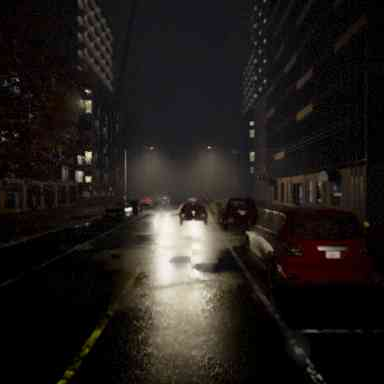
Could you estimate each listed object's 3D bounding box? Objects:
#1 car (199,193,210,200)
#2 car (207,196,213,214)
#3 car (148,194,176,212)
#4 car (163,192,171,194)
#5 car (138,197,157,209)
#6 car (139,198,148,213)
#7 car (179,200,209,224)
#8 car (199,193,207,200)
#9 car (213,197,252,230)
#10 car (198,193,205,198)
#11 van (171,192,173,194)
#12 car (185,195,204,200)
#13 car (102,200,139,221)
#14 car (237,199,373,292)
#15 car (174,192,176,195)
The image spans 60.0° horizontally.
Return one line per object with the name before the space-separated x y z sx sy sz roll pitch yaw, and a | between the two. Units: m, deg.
car | 2.683 1.264 59.976 1.947 1.339 4.313 0 0 0
car | 2.688 1.373 31.684 1.752 1.417 4.829 0 0 0
car | -3.101 1.320 35.467 2.128 1.511 4.902 0 0 0
car | -5.699 1.211 65.679 1.887 1.381 4.507 0 0 0
car | -5.694 1.371 42.909 1.802 1.307 4.206 0 0 0
car | -5.693 1.414 31.526 1.947 1.339 4.313 0 0 0
car | 0.096 1.490 23.381 1.895 1.301 4.718 0 0 0
car | 2.680 1.010 82.741 1.967 1.590 4.097 0 0 0
car | 2.691 1.220 20.130 2.192 1.841 5.009 0 0 0
car | 2.677 1.086 94.126 1.802 1.307 4.206 0 0 0
van | -5.699 0.975 71.370 1.690 1.788 3.998 0 0 0
car | 0.094 1.363 41.214 1.994 1.385 4.181 0 0 0
car | -5.692 1.428 25.834 2.008 1.369 4.403 0 0 0
car | 2.693 1.274 8.745 2.192 1.841 5.009 0 0 0
car | -5.703 0.943 94.138 1.967 1.590 4.097 0 0 0
